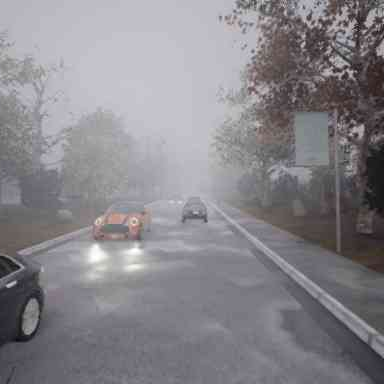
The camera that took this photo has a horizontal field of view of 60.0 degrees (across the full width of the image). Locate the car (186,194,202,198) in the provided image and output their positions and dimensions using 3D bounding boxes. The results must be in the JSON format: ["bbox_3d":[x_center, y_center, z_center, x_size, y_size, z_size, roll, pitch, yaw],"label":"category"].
[{"bbox_3d":[0.268,1.076,45.924,2.128,1.511,4.902,0,1,0],"label":"car"}]

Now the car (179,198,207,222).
[{"bbox_3d":[0.181,1.409,24.738,2.033,1.411,5.357,0,1,0],"label":"car"}]

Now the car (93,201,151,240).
[{"bbox_3d":[-3.283,1.279,16.341,2.097,1.767,4.553,0,0,0],"label":"car"}]

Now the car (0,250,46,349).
[{"bbox_3d":[-3.341,1.493,3.655,1.837,1.490,4.892,0,0,0],"label":"car"}]

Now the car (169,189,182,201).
[{"bbox_3d":[-3.033,0.539,62.983,2.150,2.045,5.566,0,1,1],"label":"car"}]
